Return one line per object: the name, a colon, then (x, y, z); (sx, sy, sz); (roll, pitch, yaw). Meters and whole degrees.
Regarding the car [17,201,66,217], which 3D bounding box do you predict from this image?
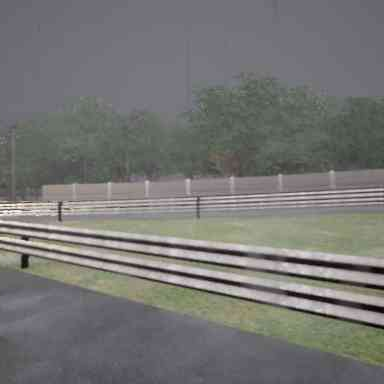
car: (-14.034, 1.582, 30.945); (4.674, 1.442, 1.812); (-1, -1, 15)
